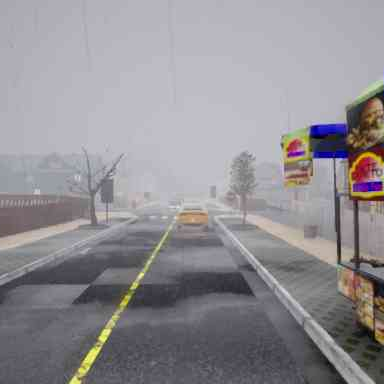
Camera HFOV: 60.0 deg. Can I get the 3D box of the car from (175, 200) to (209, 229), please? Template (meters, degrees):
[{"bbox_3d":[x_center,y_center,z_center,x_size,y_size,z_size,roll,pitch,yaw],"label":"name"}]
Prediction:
[{"bbox_3d":[0.067,1.501,21.847,1.882,1.535,5.008,0,0,0],"label":"car"}]

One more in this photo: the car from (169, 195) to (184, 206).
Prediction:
[{"bbox_3d":[-2.826,1.678,56.392,1.994,1.385,4.181,0,0,0],"label":"car"}]

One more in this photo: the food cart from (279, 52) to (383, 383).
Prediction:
[{"bbox_3d":[2.981,0.468,4.528,2.280,3.560,4.660,-1,-1,0],"label":"food cart"}]

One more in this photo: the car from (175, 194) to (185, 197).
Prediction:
[{"bbox_3d":[-2.745,1.406,71.510,2.150,2.045,5.566,0,0,0],"label":"car"}]
